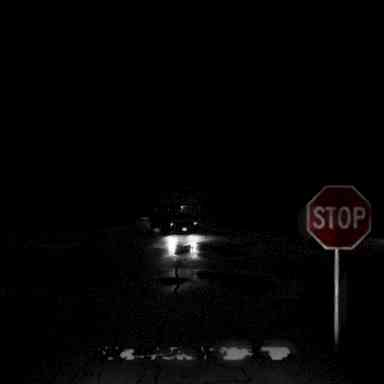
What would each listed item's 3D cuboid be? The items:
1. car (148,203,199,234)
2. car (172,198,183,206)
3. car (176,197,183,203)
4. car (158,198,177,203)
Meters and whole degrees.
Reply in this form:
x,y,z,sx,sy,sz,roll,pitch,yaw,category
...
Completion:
x,y,z,sx,sy,sz,roll,pitch,yaw,category
-1.317,1.597,20.082,2.033,1.411,5.357,0,0,-20,car
-2.668,1.802,63.782,1.837,1.490,4.892,0,-1,0,car
-2.771,1.736,48.313,2.033,1.411,5.357,0,0,0,car
-2.800,1.608,34.088,1.837,1.490,4.892,0,1,0,car
